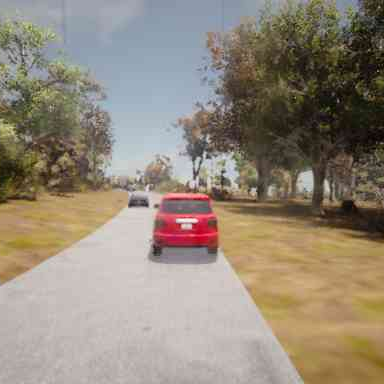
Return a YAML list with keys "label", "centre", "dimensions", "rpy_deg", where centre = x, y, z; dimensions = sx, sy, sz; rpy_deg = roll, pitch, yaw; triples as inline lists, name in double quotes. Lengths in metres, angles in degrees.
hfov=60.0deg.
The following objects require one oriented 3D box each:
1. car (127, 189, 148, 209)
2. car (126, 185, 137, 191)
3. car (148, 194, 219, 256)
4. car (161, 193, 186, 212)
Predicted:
- label: "car"
  centre: [-4.795, 0.740, 30.420]
  dimensions: [1.895, 1.301, 4.718]
  rpy_deg: [2, 2, -7]
- label: "car"
  centre: [-12.862, -0.806, 70.321]
  dimensions: [2.033, 1.411, 5.357]
  rpy_deg: [2, 1, -16]
- label: "car"
  centre: [-0.298, 1.065, 12.689]
  dimensions: [2.150, 2.045, 5.566]
  rpy_deg: [0, 1, -3]
- label: "car"
  centre: [-1.678, 0.889, 29.111]
  dimensions: [1.895, 1.301, 4.718]
  rpy_deg: [1, 2, -6]
